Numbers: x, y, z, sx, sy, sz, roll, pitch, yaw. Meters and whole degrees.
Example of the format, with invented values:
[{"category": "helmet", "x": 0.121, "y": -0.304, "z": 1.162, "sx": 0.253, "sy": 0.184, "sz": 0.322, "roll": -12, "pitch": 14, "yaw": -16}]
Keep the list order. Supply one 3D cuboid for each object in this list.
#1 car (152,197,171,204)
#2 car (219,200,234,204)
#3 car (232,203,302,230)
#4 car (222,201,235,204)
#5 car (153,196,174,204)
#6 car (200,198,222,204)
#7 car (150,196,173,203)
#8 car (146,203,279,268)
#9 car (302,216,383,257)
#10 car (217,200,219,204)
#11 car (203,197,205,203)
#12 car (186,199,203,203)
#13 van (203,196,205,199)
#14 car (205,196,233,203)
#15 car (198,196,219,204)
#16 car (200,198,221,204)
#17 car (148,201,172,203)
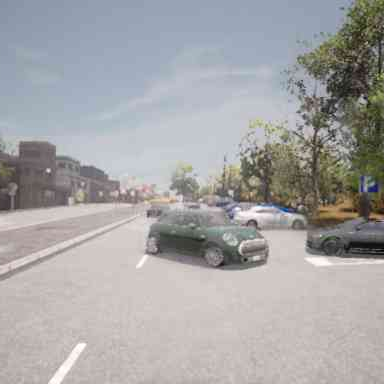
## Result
[{"category": "car", "x": -7.673, "y": 2.092, "z": 82.839, "sx": 4.553, "sy": 1.767, "sz": 2.185, "roll": 0, "pitch": -1, "yaw": -1}, {"category": "car", "x": 4.981, "y": 1.661, "z": 27.850, "sx": 4.892, "sy": 1.521, "sz": 2.231, "roll": 0, "pitch": 0, "yaw": 0}, {"category": "car", "x": 5.007, "y": 1.659, "z": 21.428, "sx": 4.674, "sy": 1.452, "sz": 2.002, "roll": 0, "pitch": 0, "yaw": 0}, {"category": "car", "x": 5.004, "y": 1.639, "z": 24.577, "sx": 5.008, "sy": 1.535, "sz": 2.097, "roll": 0, "pitch": 0, "yaw": 0}, {"category": "car", "x": -7.797, "y": 2.241, "z": 92.068, "sx": 5.566, "sy": 2.045, "sz": 2.435, "roll": 0, "pitch": -2, "yaw": -1}, {"category": "car", "x": 4.757, "y": 2.201, "z": 82.218, "sx": 5.366, "sy": 1.575, "sz": 1.946, "roll": 0, "pitch": -1, "yaw": -1}, {"category": "car", "x": -7.853, "y": 2.145, "z": 79.917, "sx": 5.366, "sy": 1.575, "sz": 1.946, "roll": 0, "pitch": -1, "yaw": -1}, {"category": "car", "x": 0.420, "y": 1.429, "z": 11.756, "sx": 2.097, "sy": 1.767, "sz": 4.553, "roll": 1, "pitch": -1, "yaw": -43}, {"category": "car", "x": 6.529, "y": 1.677, "z": 12.532, "sx": 4.181, "sy": 1.385, "sz": 1.994, "roll": 1, "pitch": 0, "yaw": 15}, {"category": "car", "x": 4.971, "y": 1.721, "z": 31.126, "sx": 4.674, "sy": 1.452, "sz": 2.002, "roll": 0, "pitch": 0, "yaw": 0}, {"category": "car", "x": 4.833, "y": 1.901, "z": 58.631, "sx": 4.674, "sy": 1.452, "sz": 2.002, "roll": 0, "pitch": 0, "yaw": -1}, {"category": "car", "x": -0.025, "y": 1.754, "z": 35.360, "sx": 1.812, "sy": 1.442, "sz": 4.674, "roll": 0, "pitch": 0, "yaw": 0}, {"category": "van", "x": 4.490, "y": 1.912, "z": 79.427, "sx": 4.442, "sy": 1.987, "sz": 1.878, "roll": 0, "pitch": -1, "yaw": -1}, {"category": "car", "x": 4.918, "y": 1.713, "z": 55.463, "sx": 4.553, "sy": 1.767, "sz": 2.185, "roll": 0, "pitch": 0, "yaw": 0}, {"category": "car", "x": 4.440, "y": 2.192, "z": 90.597, "sx": 5.566, "sy": 2.045, "sz": 2.435, "roll": 0, "pitch": -2, "yaw": -1}, {"category": "car", "x": 4.725, "y": 2.271, "z": 84.878, "sx": 5.366, "sy": 1.575, "sz": 1.946, "roll": 0, "pitch": -2, "yaw": -1}, {"category": "car", "x": -3.379, "y": 1.817, "z": 33.314, "sx": 1.895, "sy": 1.301, "sz": 4.718, "roll": 0, "pitch": 0, "yaw": 0}]
